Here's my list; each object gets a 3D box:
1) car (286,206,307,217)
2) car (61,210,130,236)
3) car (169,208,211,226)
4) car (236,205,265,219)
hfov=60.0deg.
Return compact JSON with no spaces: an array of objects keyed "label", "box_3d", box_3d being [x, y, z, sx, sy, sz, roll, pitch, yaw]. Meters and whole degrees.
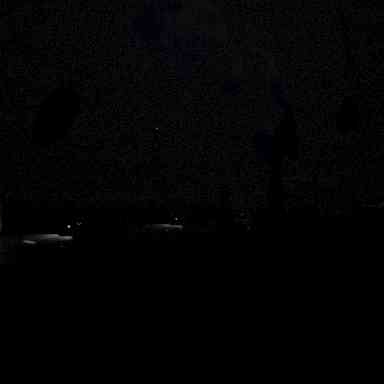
[{"label":"car","box_3d":[13.772,2.592,43.303,2.128,1.511,4.902,1,-1,35]},{"label":"car","box_3d":[-5.851,1.835,20.558,1.994,1.385,4.181,1,0,36]},{"label":"car","box_3d":[-0.098,2.067,28.657,1.994,1.385,4.181,1,-1,36]},{"label":"car","box_3d":[6.891,2.322,38.501,1.837,1.490,4.892,1,-1,36]}]
